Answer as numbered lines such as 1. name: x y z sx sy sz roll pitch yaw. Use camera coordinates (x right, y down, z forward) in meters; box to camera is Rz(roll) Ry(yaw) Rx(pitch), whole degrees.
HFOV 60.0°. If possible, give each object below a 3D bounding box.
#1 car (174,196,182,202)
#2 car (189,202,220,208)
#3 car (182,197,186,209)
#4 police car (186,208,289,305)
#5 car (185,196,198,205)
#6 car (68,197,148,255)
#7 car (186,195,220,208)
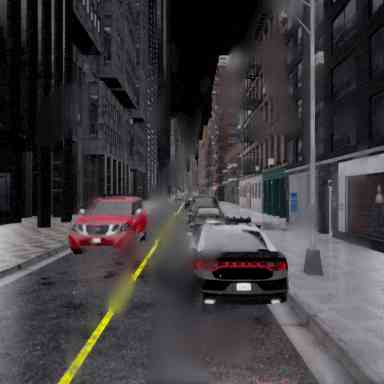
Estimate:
1. car: -3.117 1.584 79.423 1.994 1.385 4.181 0 0 0
2. car: 0.872 1.509 18.196 1.837 1.490 4.892 0 0 0
3. car: -0.058 1.518 45.735 1.837 1.490 4.892 0 0 0
4. police car: 0.887 1.427 8.305 1.930 1.638 5.238 0 0 0
5. car: -0.089 1.508 60.039 2.128 1.511 4.902 0 0 0
6. car: -3.121 1.224 13.606 2.150 2.045 5.566 0 0 0
7. car: 0.864 1.231 24.226 2.150 2.045 5.566 0 0 0
